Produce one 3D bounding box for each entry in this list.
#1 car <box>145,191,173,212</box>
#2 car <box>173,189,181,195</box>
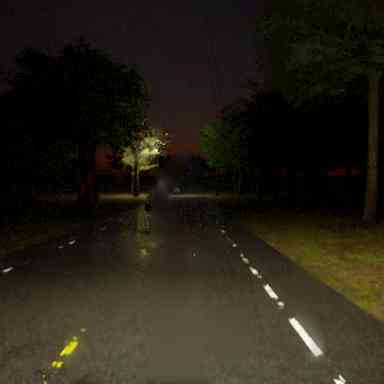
[{"bbox_3d":[-3.602,0.949,35.395,2.150,2.045,5.566,0,1,0],"label":"car"},{"bbox_3d":[-3.517,0.014,76.732,2.033,1.411,5.357,0,2,0],"label":"car"}]
